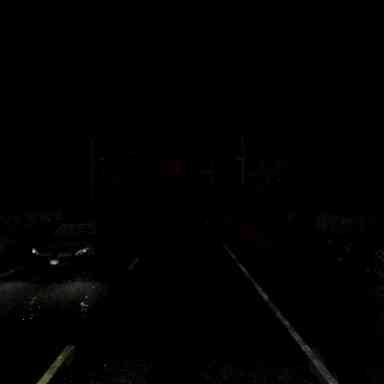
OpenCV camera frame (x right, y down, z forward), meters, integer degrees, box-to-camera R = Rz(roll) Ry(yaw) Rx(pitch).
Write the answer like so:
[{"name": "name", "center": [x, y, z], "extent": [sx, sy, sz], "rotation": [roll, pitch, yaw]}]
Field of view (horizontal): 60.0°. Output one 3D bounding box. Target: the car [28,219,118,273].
[{"name": "car", "center": [-3.775, 1.678, 11.374], "extent": [1.812, 1.442, 4.674], "rotation": [0, -1, -1]}]

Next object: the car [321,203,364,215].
[{"name": "car", "center": [17.254, 1.985, 38.269], "extent": [4.674, 1.442, 1.812], "rotation": [0, -1, 1]}]
